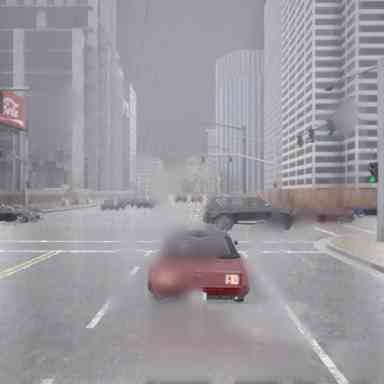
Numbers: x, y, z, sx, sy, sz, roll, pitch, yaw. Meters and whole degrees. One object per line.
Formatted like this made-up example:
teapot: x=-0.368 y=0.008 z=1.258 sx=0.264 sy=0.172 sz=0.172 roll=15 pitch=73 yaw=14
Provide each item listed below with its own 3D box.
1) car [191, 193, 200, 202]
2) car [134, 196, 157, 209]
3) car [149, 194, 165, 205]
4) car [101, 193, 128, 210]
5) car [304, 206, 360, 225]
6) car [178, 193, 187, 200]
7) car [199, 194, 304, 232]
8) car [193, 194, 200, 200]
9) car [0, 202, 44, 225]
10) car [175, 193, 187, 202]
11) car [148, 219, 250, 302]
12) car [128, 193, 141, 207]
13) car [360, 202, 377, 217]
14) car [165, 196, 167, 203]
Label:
car: x=1.012 y=1.216 z=73.311 sx=2.150 sy=2.045 sz=5.566 roll=0 pitch=0 yaw=1
car: x=-6.460 y=1.601 z=46.788 sx=1.895 sy=1.301 sz=4.718 roll=0 pitch=0 yaw=1
car: x=-6.313 y=1.564 z=56.790 sx=1.994 sy=1.385 sz=4.181 roll=0 pitch=0 yaw=0
car: x=-10.022 y=1.352 z=42.408 sx=2.097 sy=1.767 sz=4.553 roll=0 pitch=0 yaw=1
car: x=8.734 y=1.601 z=23.233 sx=4.718 sy=1.301 sz=1.895 roll=0 pitch=0 yaw=0
car: x=-2.338 y=1.184 z=84.000 sx=2.097 sy=1.767 sz=4.553 roll=0 pitch=0 yaw=1
car: x=3.387 y=1.221 z=19.781 sx=5.566 sy=2.045 sz=2.150 roll=0 pitch=0 yaw=0
car: x=1.162 y=1.353 z=83.981 sx=1.812 sy=1.442 sz=4.674 roll=0 pitch=0 yaw=1
car: x=-13.052 y=1.492 z=23.423 sx=4.902 sy=1.511 sz=2.128 roll=0 pitch=0 yaw=0
car: x=-2.487 y=1.216 z=73.360 sx=2.150 sy=2.045 sz=5.566 roll=0 pitch=0 yaw=1
car: x=0.211 y=1.601 z=8.239 sx=1.895 sy=1.301 sz=4.718 roll=0 pitch=0 yaw=2
car: x=-9.868 y=1.221 z=51.991 sx=2.150 sy=2.045 sz=5.566 roll=0 pitch=0 yaw=1
car: x=16.532 y=1.601 z=30.367 sx=4.718 sy=1.301 sz=1.895 roll=0 pitch=0 yaw=1
car: x=-6.094 y=1.477 z=67.238 sx=1.882 sy=1.535 sz=5.008 roll=0 pitch=0 yaw=1
